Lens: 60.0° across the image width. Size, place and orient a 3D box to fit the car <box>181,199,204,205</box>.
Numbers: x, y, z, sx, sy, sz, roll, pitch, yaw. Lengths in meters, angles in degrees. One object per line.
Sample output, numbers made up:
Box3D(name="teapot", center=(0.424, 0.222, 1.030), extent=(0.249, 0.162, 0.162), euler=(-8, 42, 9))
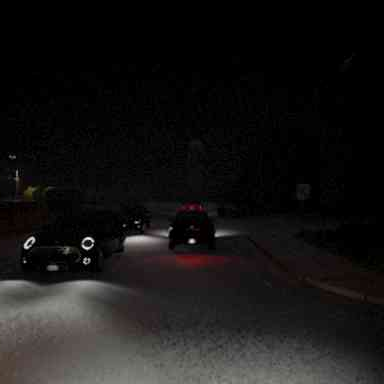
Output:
Box3D(name="car", center=(0.032, 1.418, 31.516), extent=(2.097, 1.767, 4.553), euler=(0, -1, 1))

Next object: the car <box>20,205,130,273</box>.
Box3D(name="car", center=(-3.588, 1.375, 10.845), extent=(2.097, 1.767, 4.553), euler=(0, 0, 0))

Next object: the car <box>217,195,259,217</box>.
Box3D(name="car", center=(4.155, 1.239, 30.359), extent=(1.905, 1.878, 3.866), euler=(-7, 3, -42))

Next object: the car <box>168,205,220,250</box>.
Box3D(name="car", center=(-0.002, 1.551, 14.587), extent=(1.837, 1.490, 4.892), euler=(0, 0, 0))

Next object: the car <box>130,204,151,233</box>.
Box3D(name="car", center=(-3.570, 1.545, 20.036), extent=(1.837, 1.490, 4.892), euler=(0, 0, 0))

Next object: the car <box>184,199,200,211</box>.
Box3D(name="car", center=(0.040, 1.650, 43.811), extent=(2.033, 1.411, 5.357), euler=(0, 0, 0))
